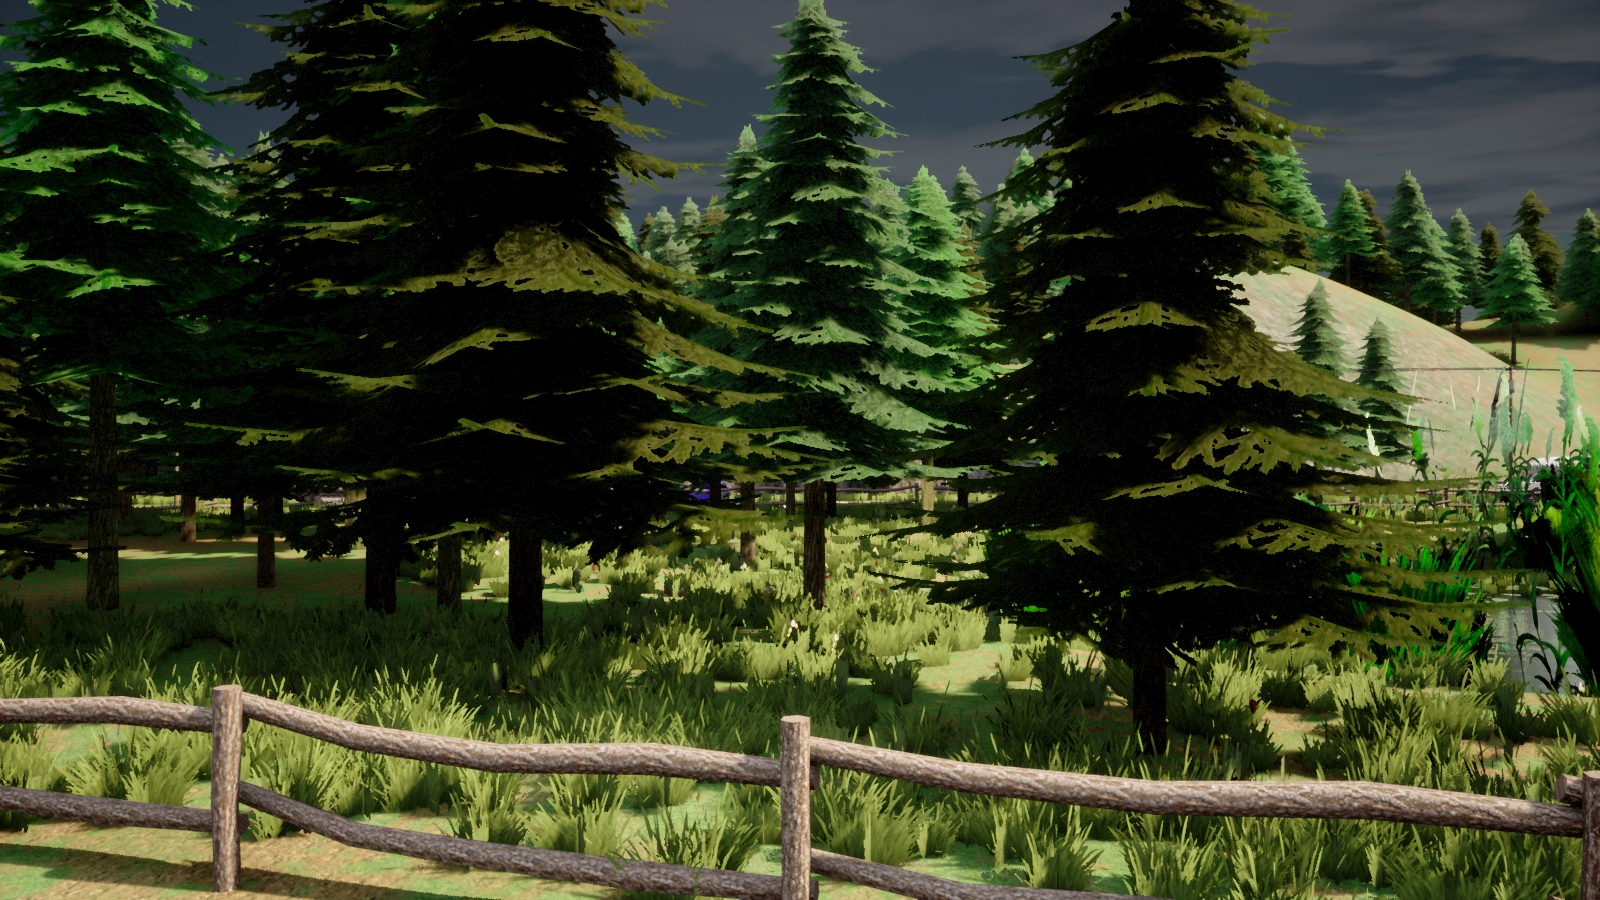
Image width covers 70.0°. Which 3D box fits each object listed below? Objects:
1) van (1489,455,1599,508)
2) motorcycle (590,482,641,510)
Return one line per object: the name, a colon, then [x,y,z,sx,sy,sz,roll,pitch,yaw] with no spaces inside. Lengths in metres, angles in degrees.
van: [37.738,1.535,56.535,5.915,2.561,1.988,0,0,8]
motorcycle: [-8.749,2.178,54.188,2.209,1.251,0.867,0,0,14]
